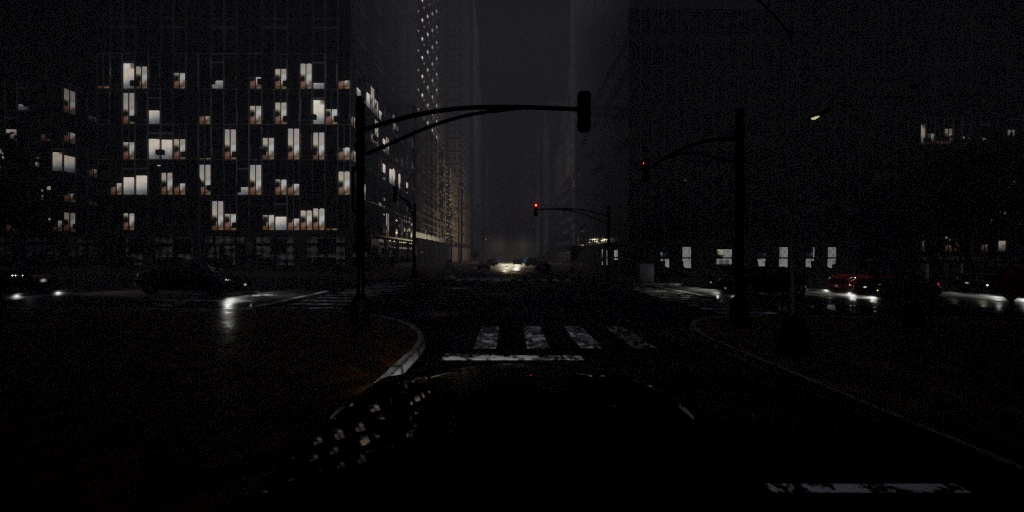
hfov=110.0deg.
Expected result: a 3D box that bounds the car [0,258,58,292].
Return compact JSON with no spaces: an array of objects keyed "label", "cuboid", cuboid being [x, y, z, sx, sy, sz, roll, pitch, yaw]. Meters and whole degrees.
[{"label":"car","cuboid":[-24.165,0.823,16.499,4.902,1.511,2.128,1,0,-3]}]

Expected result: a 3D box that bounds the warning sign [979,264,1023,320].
[{"label":"warning sign","cuboid":[17.275,1.204,12.413,1.060,1.860,1.300,0,0,-3]}]

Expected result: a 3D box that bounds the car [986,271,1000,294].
[{"label":"car","cuboid":[34.025,1.934,22.647,5.357,1.411,2.033,1,0,-3]}]

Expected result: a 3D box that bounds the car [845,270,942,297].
[{"label":"car","cuboid":[23.726,1.766,22.175,4.181,1.385,1.994,1,0,-3]}]

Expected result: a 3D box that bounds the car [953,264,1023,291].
[{"label":"car","cuboid":[35.553,1.634,25.968,5.566,2.045,2.150,1,0,-3]}]

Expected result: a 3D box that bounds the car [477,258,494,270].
[{"label":"car","cuboid":[-4.026,1.343,51.708,1.802,1.307,4.207,0,0,0]}]

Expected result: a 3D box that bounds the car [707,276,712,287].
[{"label":"car","cuboid":[16.187,1.591,25.076,4.674,1.442,1.812,1,0,-3]}]

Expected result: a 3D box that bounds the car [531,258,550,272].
[{"label":"car","cuboid":[3.927,1.329,46.215,1.948,1.339,4.313,0,0,0]}]

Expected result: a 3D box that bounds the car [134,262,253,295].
[{"label":"car","cuboid":[-14.950,1.026,16.927,4.674,1.442,1.812,1,0,-1]}]

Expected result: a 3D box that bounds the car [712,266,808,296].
[{"label":"car","cuboid":[15.141,1.400,21.774,4.553,1.767,2.097,1,0,-3]}]

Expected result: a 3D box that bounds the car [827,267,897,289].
[{"label":"car","cuboid":[25.229,1.579,25.494,4.553,1.767,2.097,1,0,-3]}]
